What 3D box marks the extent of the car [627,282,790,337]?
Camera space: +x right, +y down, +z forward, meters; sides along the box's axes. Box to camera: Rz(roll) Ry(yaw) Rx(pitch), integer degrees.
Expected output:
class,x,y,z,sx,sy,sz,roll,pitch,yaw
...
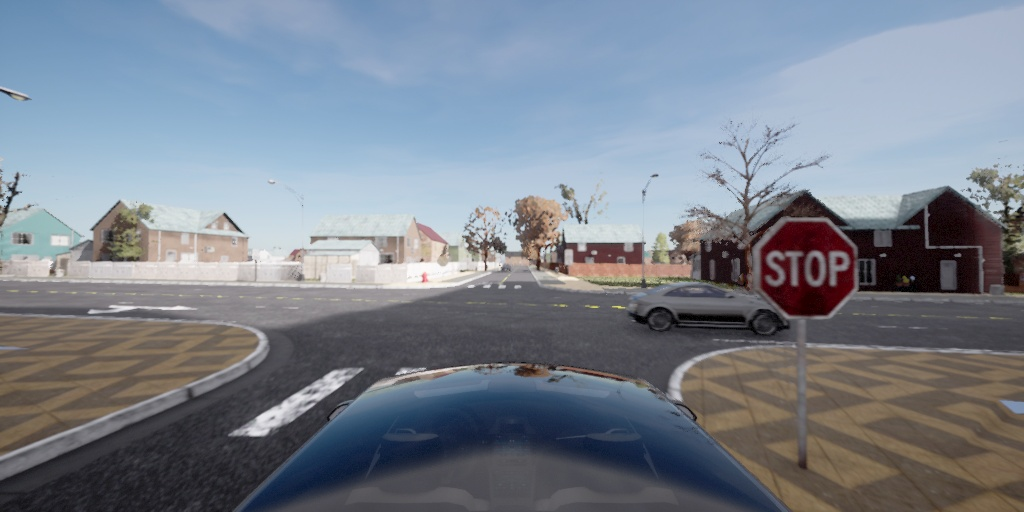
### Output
class,x,y,z,sx,sy,sz,roll,pitch,yaw
car,5.595,1.471,10.624,4.181,1.385,1.994,1,-1,8
